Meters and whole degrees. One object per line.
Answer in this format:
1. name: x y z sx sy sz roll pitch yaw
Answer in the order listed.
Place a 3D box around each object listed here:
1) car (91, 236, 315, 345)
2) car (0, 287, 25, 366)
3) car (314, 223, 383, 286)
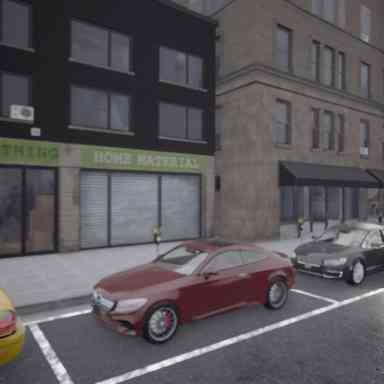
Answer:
1. car: 0.243 1.607 6.359 4.206 1.307 1.802 0 0 -35
2. car: -4.304 1.513 3.121 4.829 1.417 1.752 0 0 -35
3. car: 4.652 1.612 9.499 4.403 1.369 2.008 0 0 -35
